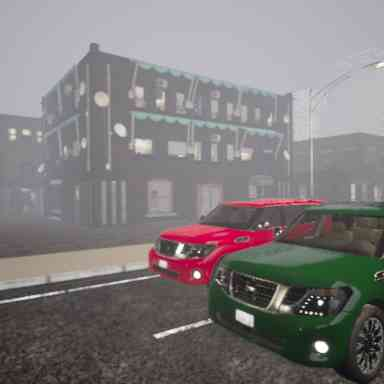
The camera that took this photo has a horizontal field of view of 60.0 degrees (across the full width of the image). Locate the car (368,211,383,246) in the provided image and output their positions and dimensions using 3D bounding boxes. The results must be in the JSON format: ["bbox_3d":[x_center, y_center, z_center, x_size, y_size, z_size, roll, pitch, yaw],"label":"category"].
[{"bbox_3d":[9.847,1.534,14.686,4.181,1.385,1.994,0,0,-35],"label":"car"}]

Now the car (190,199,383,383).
[{"bbox_3d":[2.898,1.212,5.755,5.566,2.045,2.150,0,0,-36],"label":"car"}]

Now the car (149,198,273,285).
[{"bbox_3d":[1.622,1.211,8.835,5.566,2.045,2.150,0,0,-35],"label":"car"}]
